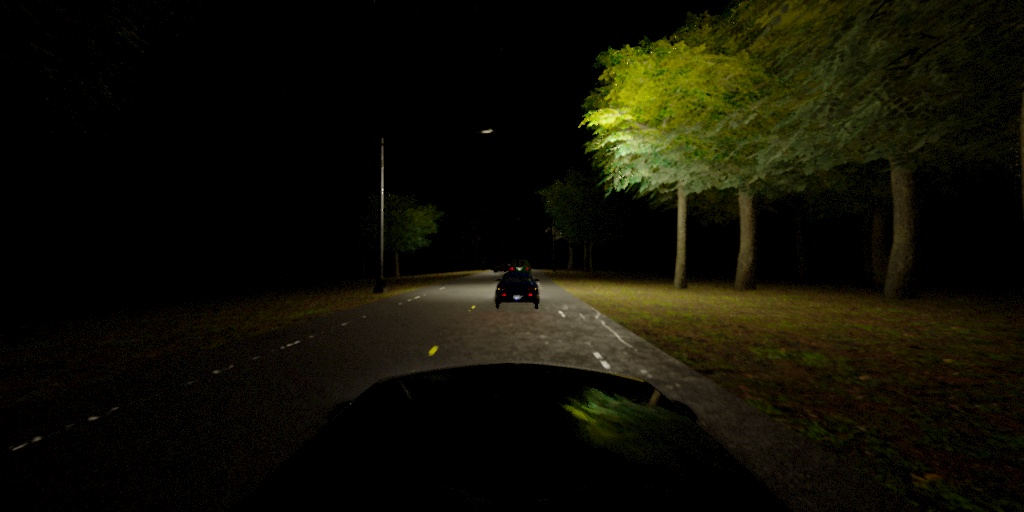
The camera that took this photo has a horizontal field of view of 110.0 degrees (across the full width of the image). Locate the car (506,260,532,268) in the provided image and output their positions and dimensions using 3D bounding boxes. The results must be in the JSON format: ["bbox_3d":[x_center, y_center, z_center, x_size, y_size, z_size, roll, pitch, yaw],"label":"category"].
[{"bbox_3d":[0.815,1.398,36.061,2.150,2.045,5.566,0,-1,2],"label":"car"}]

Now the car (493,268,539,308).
[{"bbox_3d":[0.245,1.455,16.233,1.812,1.442,4.674,0,-1,1],"label":"car"}]

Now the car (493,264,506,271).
[{"bbox_3d":[-1.837,1.931,56.362,1.882,1.535,5.008,0,-1,4],"label":"car"}]
